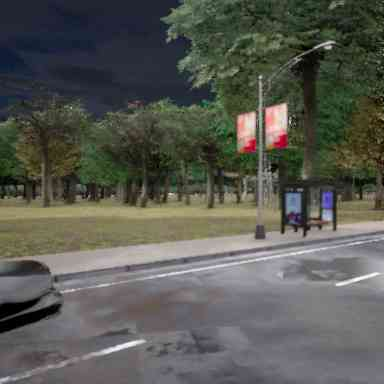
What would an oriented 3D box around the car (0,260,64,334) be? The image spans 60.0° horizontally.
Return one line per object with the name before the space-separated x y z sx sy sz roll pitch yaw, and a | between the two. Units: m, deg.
car | -4.618 1.544 4.386 5.357 1.411 2.033 0 0 -35
